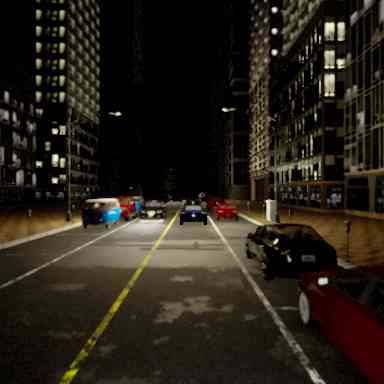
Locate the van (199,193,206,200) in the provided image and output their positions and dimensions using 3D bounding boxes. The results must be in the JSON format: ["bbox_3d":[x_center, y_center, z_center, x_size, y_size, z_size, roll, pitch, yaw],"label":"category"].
[{"bbox_3d":[2.700,1.252,89.120,1.690,1.788,3.998,0,0,0],"label":"van"}]

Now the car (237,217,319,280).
[{"bbox_3d":[2.690,1.564,9.762,1.947,1.339,4.313,0,0,0],"label":"car"}]

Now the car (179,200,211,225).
[{"bbox_3d":[0.103,1.555,24.314,1.994,1.385,4.181,0,0,0],"label":"car"}]

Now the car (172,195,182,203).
[{"bbox_3d":[-2.993,1.419,68.660,1.882,1.535,5.008,0,0,0],"label":"car"}]

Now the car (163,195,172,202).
[{"bbox_3d":[-5.682,1.499,77.784,1.947,1.339,4.313,0,0,0],"label":"car"}]

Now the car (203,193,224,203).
[{"bbox_3d":[2.694,1.294,38.103,2.192,1.841,5.009,0,0,0],"label":"car"}]

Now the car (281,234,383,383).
[{"bbox_3d":[2.690,1.544,4.094,1.887,1.381,4.507,0,0,0],"label":"car"}]

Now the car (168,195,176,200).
[{"bbox_3d":[-5.679,1.465,94.789,1.947,1.339,4.313,0,0,0],"label":"car"}]

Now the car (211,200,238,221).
[{"bbox_3d":[2.693,1.571,26.767,1.802,1.307,4.206,0,0,0],"label":"car"}]

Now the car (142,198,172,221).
[{"bbox_3d":[-3.095,1.480,27.518,2.128,1.511,4.902,0,0,0],"label":"car"}]

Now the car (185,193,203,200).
[{"bbox_3d":[0.105,1.327,42.294,2.097,1.767,4.553,0,0,0],"label":"car"}]

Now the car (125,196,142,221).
[{"bbox_3d":[-5.688,1.304,26.768,2.192,1.841,5.009,0,0,0],"label":"car"}]

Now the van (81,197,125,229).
[{"bbox_3d":[-5.689,1.334,21.100,1.690,1.788,3.998,0,0,0],"label":"van"}]

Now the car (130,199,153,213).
[{"bbox_3d":[-5.687,1.523,38.105,1.887,1.381,4.507,0,0,0],"label":"car"}]

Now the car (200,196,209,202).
[{"bbox_3d":[2.698,1.524,72.112,1.802,1.307,4.206,0,0,0],"label":"car"}]

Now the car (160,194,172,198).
[{"bbox_3d":[-5.683,1.514,66.446,1.947,1.339,4.313,0,0,0],"label":"car"}]

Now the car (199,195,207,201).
[{"bbox_3d":[2.700,1.505,83.452,1.802,1.307,4.206,0,0,0],"label":"car"}]

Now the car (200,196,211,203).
[{"bbox_3d":[2.697,1.493,66.445,1.887,1.381,4.507,0,0,0],"label":"car"}]

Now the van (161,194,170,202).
[{"bbox_3d":[-5.683,1.283,72.114,1.690,1.788,3.998,0,0,0],"label":"van"}]
